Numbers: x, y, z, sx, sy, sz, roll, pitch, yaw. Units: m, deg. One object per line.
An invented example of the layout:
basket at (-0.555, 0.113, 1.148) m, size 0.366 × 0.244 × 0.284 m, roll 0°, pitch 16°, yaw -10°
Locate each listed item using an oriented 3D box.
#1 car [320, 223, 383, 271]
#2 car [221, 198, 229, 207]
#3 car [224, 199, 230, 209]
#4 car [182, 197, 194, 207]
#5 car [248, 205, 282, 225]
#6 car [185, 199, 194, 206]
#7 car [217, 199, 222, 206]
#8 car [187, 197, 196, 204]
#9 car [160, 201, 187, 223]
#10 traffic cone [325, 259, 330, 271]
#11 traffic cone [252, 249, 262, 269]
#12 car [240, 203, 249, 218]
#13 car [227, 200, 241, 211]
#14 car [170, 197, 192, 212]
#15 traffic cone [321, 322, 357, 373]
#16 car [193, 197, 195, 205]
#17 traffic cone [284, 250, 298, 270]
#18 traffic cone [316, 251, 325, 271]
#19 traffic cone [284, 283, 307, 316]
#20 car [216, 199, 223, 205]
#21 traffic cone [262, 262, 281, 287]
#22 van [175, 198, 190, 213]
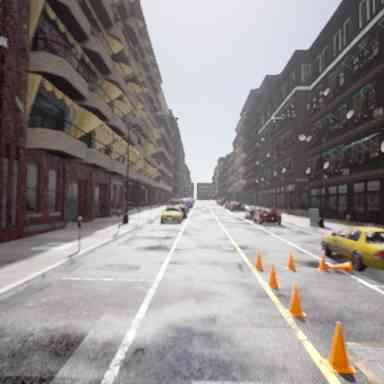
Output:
car at (5.881, 1.748, 11.403) m, size 1.752 × 1.417 × 4.829 m, roll 3°, pitch -1°, yaw 1°
car at (7.024, 2.233, 60.994) m, size 1.967 × 1.590 × 4.097 m, roll 2°, pitch -1°, yaw 1°
car at (6.886, 2.267, 55.463) m, size 1.887 × 1.381 × 4.507 m, roll 2°, pitch -1°, yaw 1°
car at (-0.727, 2.029, 66.765) m, size 2.192 × 1.841 × 5.009 m, roll 3°, pitch -1°, yaw 1°
car at (6.255, 1.944, 27.818) m, size 1.887 × 1.381 × 4.507 m, roll 2°, pitch -1°, yaw 1°
car at (-0.486, 2.426, 77.821) m, size 1.947 × 1.339 × 4.313 m, roll 2°, pitch -1°, yaw 1°
car at (7.240, 2.250, 72.054) m, size 2.192 × 1.841 × 5.009 m, roll 2°, pitch -1°, yaw 1°
car at (-0.098, 2.409, 94.408) m, size 2.192 × 1.841 × 5.009 m, roll 2°, pitch -1°, yaw 1°
car at (-1.623, 1.773, 27.893) m, size 1.752 × 1.417 × 4.829 m, roll 3°, pitch -1°, yaw 1°
traffic cone at (4.425, 2.255, 10.010) m, size 0.580 × 0.340 × 0.340 m, roll 1°, pitch -1°, yaw 1°
traffic cone at (2.097, 2.096, 10.448) m, size 0.340 × 0.580 × 0.340 m, roll 1°, pitch -1°, yaw 1°
car at (6.381, 2.011, 33.348) m, size 2.008 × 1.369 × 4.403 m, roll 2°, pitch -1°, yaw 1°
car at (6.760, 2.199, 49.935) m, size 1.887 × 1.381 × 4.507 m, roll 2°, pitch -1°, yaw 1°
car at (-1.483, 1.626, 33.595) m, size 2.192 × 1.841 × 5.009 m, roll 3°, pitch -1°, yaw 1°
traffic cone at (1.960, 2.036, 4.449) m, size 0.340 × 0.580 × 0.340 m, roll 1°, pitch -1°, yaw 1°
car at (-0.853, 1.958, 61.237) m, size 2.192 × 1.841 × 5.009 m, roll 3°, pitch -1°, yaw 1°
traffic cone at (3.096, 2.115, 10.425) m, size 0.340 × 0.580 × 0.340 m, roll 1°, pitch -1°, yaw 1°
traffic cone at (4.095, 2.134, 10.401) m, size 0.340 × 0.580 × 0.340 m, roll 1°, pitch -1°, yaw 1°
traffic cone at (2.006, 2.056, 6.449) m, size 0.340 × 0.580 × 0.340 m, roll 1°, pitch -1°, yaw 1°
car at (7.733, 2.824, 94.169) m, size 1.802 × 1.307 × 4.206 m, roll 2°, pitch -1°, yaw 1°
traffic cone at (2.051, 2.076, 8.448) m, size 0.340 × 0.580 × 0.340 m, roll 1°, pitch -1°, yaw 1°
van at (-1.232, 1.778, 44.650) m, size 1.690 × 1.788 × 3.998 m, roll 3°, pitch -1°, yaw 1°
